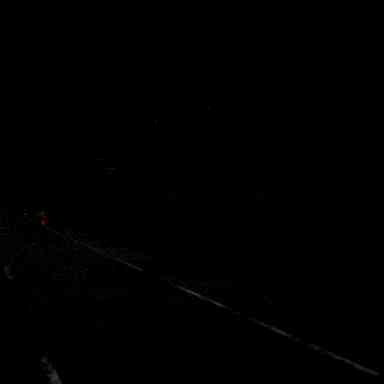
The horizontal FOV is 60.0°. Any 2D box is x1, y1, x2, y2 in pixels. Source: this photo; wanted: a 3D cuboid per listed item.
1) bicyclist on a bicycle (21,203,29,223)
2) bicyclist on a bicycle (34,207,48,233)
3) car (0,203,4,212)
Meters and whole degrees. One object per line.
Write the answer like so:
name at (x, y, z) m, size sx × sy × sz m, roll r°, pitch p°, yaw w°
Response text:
bicyclist on a bicycle at (-14.570, 1.822, 28.926) m, size 0.659 × 1.776 × 1.843 m, roll 1°, pitch -1°, yaw -33°
bicyclist on a bicycle at (-9.515, 1.773, 21.089) m, size 0.866 × 1.612 × 1.509 m, roll 1°, pitch -1°, yaw -33°
car at (-30.549, 2.347, 51.933) m, size 1.994 × 1.385 × 4.181 m, roll 1°, pitch -1°, yaw -33°
